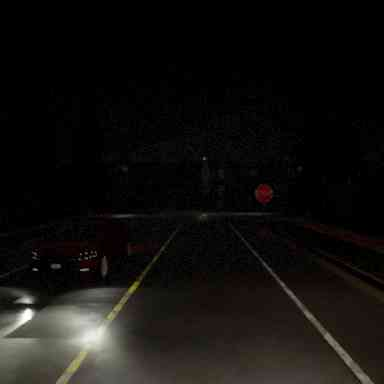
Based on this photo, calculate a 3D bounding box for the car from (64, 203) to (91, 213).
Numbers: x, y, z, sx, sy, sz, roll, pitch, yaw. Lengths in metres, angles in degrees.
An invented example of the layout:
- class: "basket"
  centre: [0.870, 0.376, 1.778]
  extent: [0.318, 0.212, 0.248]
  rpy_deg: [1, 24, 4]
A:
- class: "car"
  centre: [-13.203, 1.827, 35.326]
  extent: [4.718, 1.301, 1.895]
  rpy_deg: [0, 0, 2]

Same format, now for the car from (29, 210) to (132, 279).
- class: "car"
  centre: [-3.225, 1.553, 10.550]
  extent: [1.882, 1.535, 5.008]
  rpy_deg: [0, -1, 2]

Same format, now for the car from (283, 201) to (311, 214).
- class: "car"
  centre: [12.881, 1.750, 37.987]
  extent: [4.902, 1.511, 2.128]
  rpy_deg: [0, 0, -1]
